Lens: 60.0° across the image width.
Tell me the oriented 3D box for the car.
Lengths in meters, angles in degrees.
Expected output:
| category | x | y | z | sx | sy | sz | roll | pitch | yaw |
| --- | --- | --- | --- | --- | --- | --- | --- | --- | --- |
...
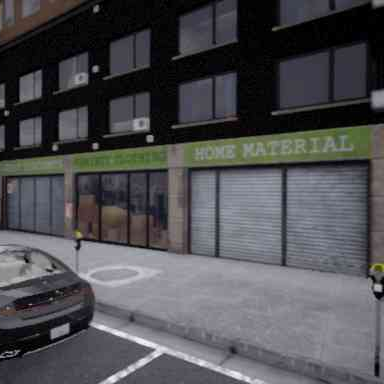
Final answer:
| category | x | y | z | sx | sy | sz | roll | pitch | yaw |
| --- | --- | --- | --- | --- | --- | --- | --- | --- | --- |
| car | -3.484 | 1.578 | 5.585 | 4.403 | 1.369 | 2.008 | 0 | 0 | 36 |
